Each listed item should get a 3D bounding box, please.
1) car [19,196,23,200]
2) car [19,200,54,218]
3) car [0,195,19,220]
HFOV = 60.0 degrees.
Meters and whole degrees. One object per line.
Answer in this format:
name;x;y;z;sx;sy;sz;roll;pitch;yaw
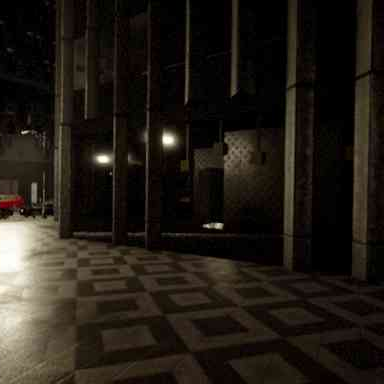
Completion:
car;-20.848;1.292;36.166;2.192;1.841;5.009;1;0;35
car;-13.895;1.694;31.242;1.947;1.339;4.313;1;0;35
car;-17.147;1.415;26.631;2.192;1.841;5.009;1;0;35
